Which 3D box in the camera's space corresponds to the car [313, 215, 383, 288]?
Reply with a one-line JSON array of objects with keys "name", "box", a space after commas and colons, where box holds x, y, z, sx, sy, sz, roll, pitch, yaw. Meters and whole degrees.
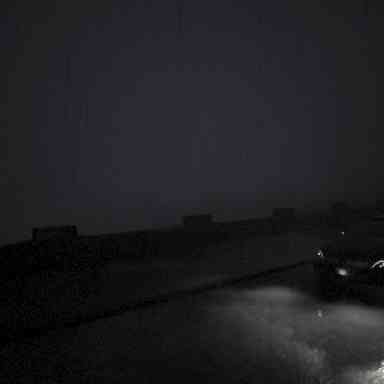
[{"name": "car", "box": [4.959, 1.329, 8.308, 4.674, 1.442, 1.812, -2, 1, -37]}]
